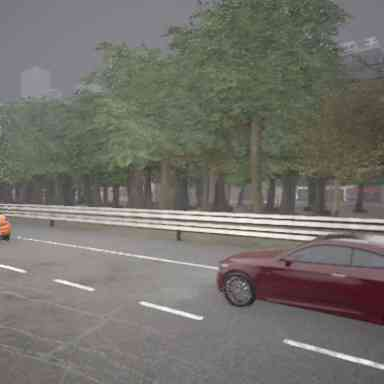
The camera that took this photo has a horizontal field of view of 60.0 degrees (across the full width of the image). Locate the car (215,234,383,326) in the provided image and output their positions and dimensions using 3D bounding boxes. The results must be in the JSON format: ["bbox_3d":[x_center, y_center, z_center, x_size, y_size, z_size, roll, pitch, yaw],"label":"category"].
[{"bbox_3d":[2.665,1.527,6.268,4.674,1.442,1.812,0,0,36],"label":"car"}]

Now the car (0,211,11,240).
[{"bbox_3d":[-10.591,1.365,15.751,4.553,1.767,2.097,0,0,36],"label":"car"}]
